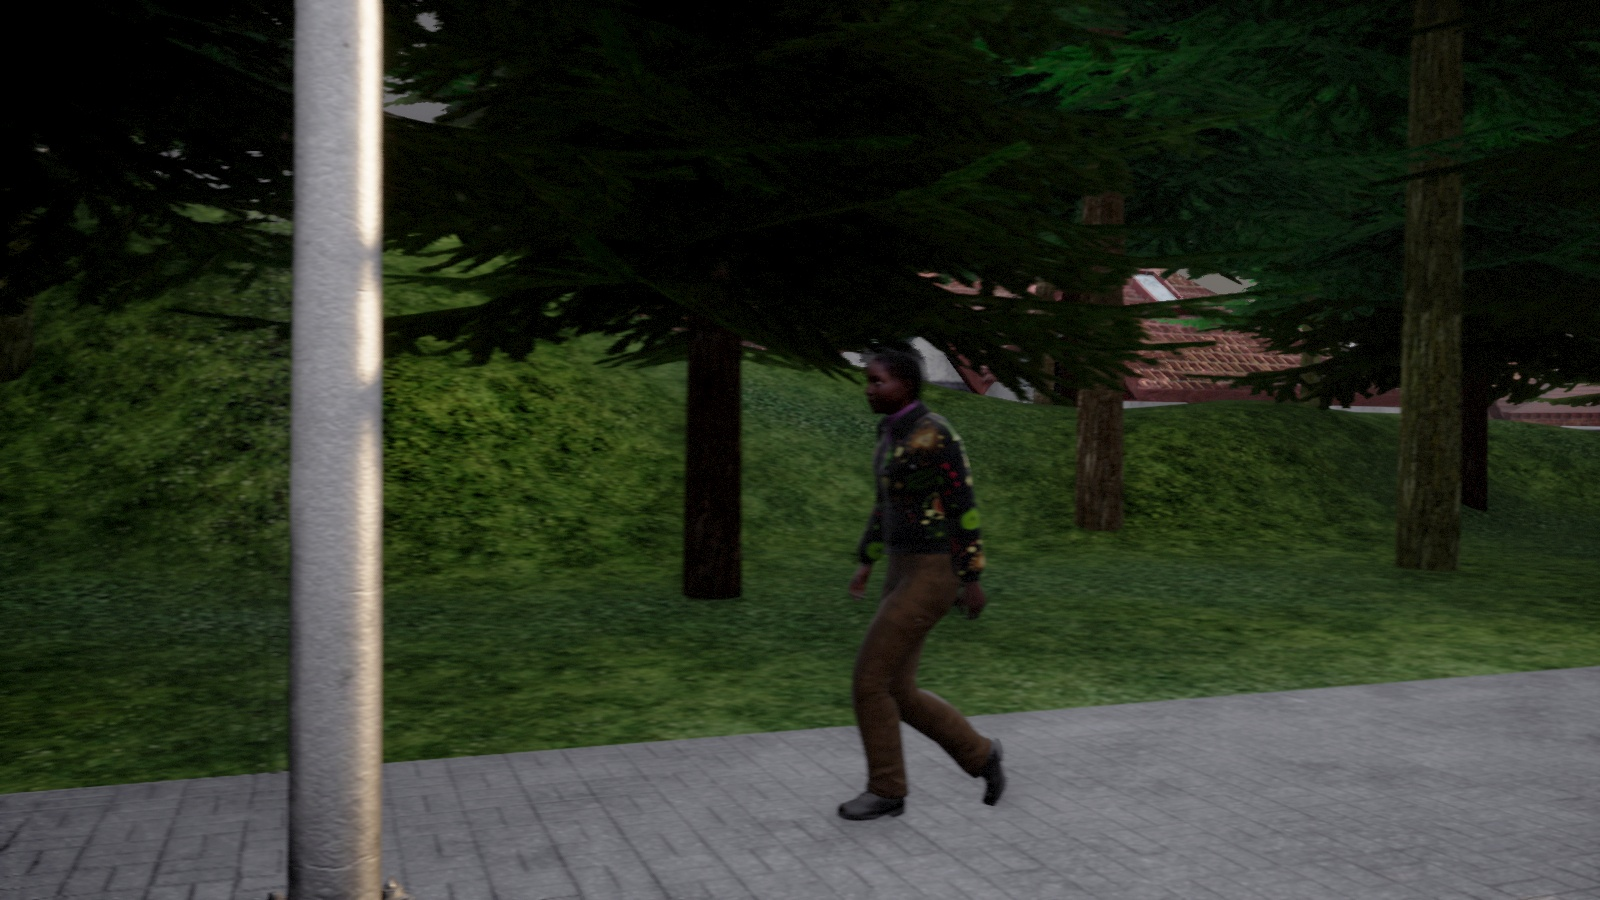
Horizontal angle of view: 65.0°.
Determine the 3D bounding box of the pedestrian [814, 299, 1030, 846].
[{"bbox_3d":[0.451,0.426,4.706,0.692,1.930,0.395,-1,1,-16],"label":"pedestrian"}]
